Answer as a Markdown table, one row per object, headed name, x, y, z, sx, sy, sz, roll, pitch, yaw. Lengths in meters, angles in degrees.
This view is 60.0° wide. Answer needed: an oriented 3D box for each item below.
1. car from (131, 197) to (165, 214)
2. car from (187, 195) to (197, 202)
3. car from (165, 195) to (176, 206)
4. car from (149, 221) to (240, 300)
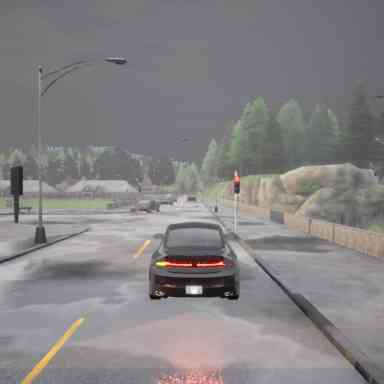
| name | x | y | z | sx | sy | sz | roll | pitch | yaw |
| --- | --- | --- | --- | --- | --- | --- | --- | --- | --- |
| car | -4.851 | 1.525 | 35.732 | 1.812 | 1.442 | 4.674 | 0 | 0 | 15 |
| car | -0.032 | 1.324 | 70.999 | 1.882 | 1.535 | 5.008 | 0 | 0 | 0 |
| car | -4.116 | 1.564 | 53.267 | 1.994 | 1.385 | 4.181 | 0 | 0 | 0 |
| car | 0.057 | 1.505 | 8.381 | 1.837 | 1.490 | 4.892 | 0 | 0 | 0 |
